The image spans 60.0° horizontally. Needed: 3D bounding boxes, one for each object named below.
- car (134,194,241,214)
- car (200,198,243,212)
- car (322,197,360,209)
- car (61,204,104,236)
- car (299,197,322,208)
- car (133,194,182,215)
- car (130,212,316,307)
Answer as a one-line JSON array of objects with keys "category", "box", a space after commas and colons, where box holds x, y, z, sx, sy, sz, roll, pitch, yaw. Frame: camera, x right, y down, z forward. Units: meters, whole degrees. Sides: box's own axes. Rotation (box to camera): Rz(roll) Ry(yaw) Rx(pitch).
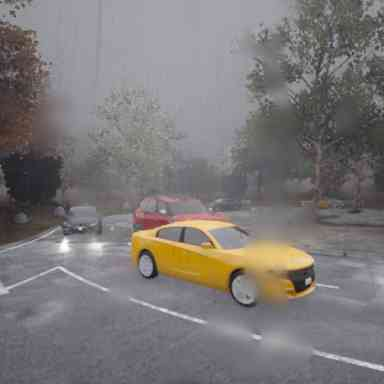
[{"category": "car", "box": [-0.621, 1.219, 13.892, 2.150, 2.045, 5.566, -1, 0, -33]}, {"category": "car", "box": [3.481, 1.477, 38.559, 4.892, 1.490, 1.837, -1, -1, -35]}, {"category": "car", "box": [18.991, 1.180, 41.669, 4.181, 1.385, 1.994, 1, 0, 14]}, {"category": "car", "box": [-6.058, 1.501, 18.594, 1.837, 1.490, 4.892, 0, 1, -15]}, {"category": "car", "box": [17.148, 1.426, 45.228, 5.008, 1.535, 1.882, 1, 0, 9]}, {"category": "car", "box": [-3.538, 1.218, 35.680, 2.150, 2.045, 5.566, 0, 0, 34]}, {"category": "car", "box": [0.488, 1.476, 8.257, 5.008, 1.535, 1.882, 0, 0, 44]}]
